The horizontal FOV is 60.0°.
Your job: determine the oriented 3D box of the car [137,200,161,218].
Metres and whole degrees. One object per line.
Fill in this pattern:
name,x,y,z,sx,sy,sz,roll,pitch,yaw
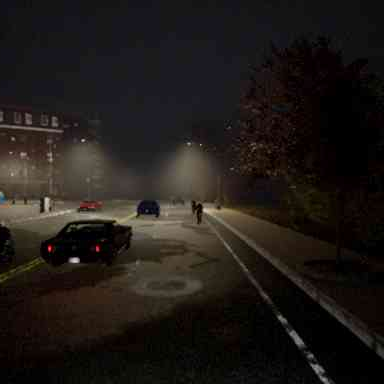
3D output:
car,-3.913,1.460,30.538,1.882,1.535,5.008,0,0,-3

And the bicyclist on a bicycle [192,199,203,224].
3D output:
bicyclist on a bicycle,0.489,1.439,21.731,0.582,1.620,1.656,0,0,-2

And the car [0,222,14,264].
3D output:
car,-6.691,1.349,8.649,2.097,1.767,4.553,0,0,-1

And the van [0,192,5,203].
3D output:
van,-33.375,0.874,55.407,3.998,1.788,1.690,1,-1,-33

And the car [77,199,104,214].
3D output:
car,-10.861,1.508,35.727,1.812,1.442,4.674,0,0,-3

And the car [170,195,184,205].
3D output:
car,-2.357,1.456,56.622,1.837,1.490,4.892,0,-1,-5

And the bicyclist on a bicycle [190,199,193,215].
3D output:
bicyclist on a bicycle,0.126,1.433,30.812,0.582,1.620,1.656,0,0,-3

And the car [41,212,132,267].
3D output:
car,-3.286,1.595,11.414,1.895,1.301,4.718,0,0,-1
